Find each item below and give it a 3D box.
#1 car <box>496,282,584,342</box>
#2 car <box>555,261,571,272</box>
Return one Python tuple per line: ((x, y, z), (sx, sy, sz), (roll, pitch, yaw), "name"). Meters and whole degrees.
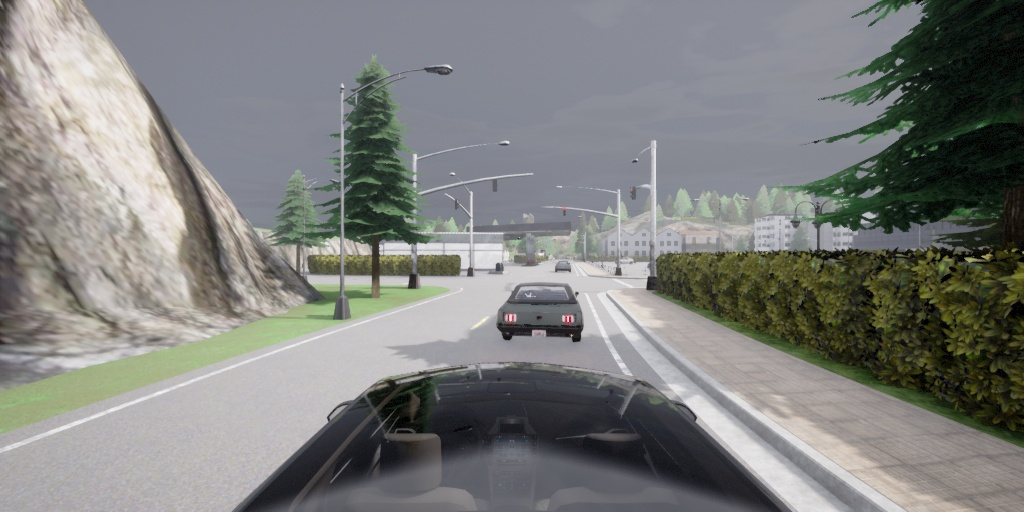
((0.882, 1.351, 9.781), (1.895, 1.301, 4.718), (0, 0, 8), "car")
((6.438, 1.314, 45.101), (1.994, 1.385, 4.181), (0, 0, 9), "car")
